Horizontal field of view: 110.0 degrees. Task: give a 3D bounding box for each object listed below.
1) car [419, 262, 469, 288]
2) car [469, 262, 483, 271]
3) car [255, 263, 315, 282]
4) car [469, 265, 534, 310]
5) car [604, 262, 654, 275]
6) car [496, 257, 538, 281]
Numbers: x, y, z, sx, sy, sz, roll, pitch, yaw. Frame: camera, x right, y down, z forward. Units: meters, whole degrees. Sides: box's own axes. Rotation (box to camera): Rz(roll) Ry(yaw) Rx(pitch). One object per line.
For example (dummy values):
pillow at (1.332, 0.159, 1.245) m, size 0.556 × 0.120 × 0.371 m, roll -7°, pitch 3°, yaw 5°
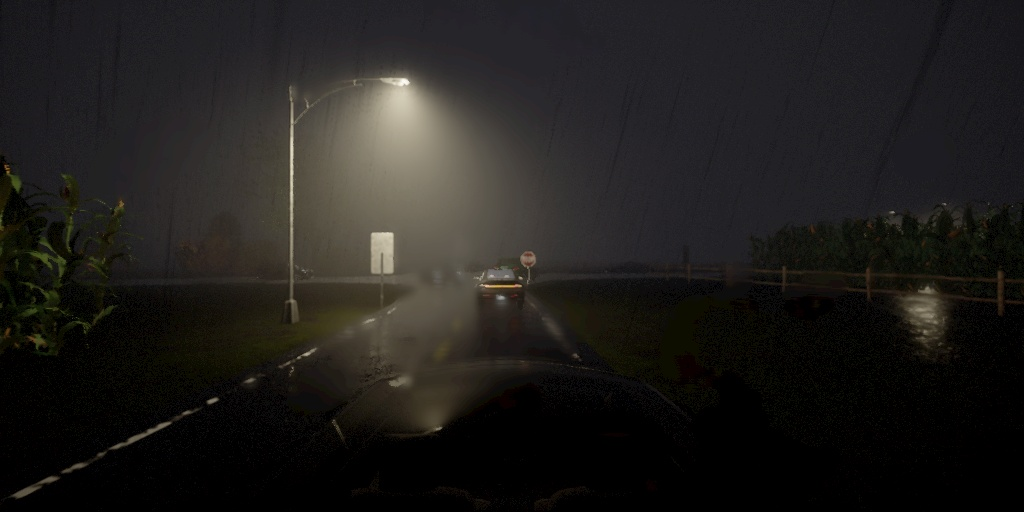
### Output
car at (-4.978, 1.231, 25.032) m, size 2.097 × 1.767 × 4.553 m, roll 0°, pitch 0°, yaw -29°
car at (-4.803, 1.540, 47.410) m, size 1.812 × 1.442 × 4.674 m, roll -1°, pitch 0°, yaw -22°
car at (-20.459, 1.391, 32.533) m, size 4.553 × 1.767 × 2.097 m, roll 0°, pitch 0°, yaw -4°
car at (-0.534, 1.313, 15.168) m, size 2.128 × 1.511 × 4.902 m, roll 0°, pitch 0°, yaw -4°
car at (13.204, 1.374, 40.491) m, size 5.357 × 1.411 × 2.033 m, roll 0°, pitch 0°, yaw -8°
car at (0.441, 1.120, 29.886) m, size 2.150 × 2.045 × 5.566 m, roll -1°, pitch -1°, yaw 22°
